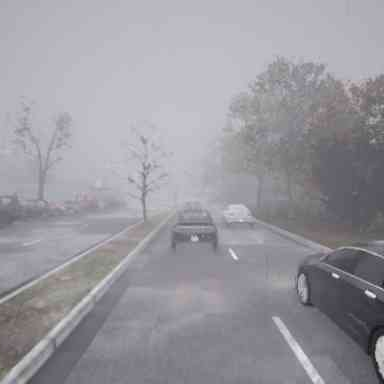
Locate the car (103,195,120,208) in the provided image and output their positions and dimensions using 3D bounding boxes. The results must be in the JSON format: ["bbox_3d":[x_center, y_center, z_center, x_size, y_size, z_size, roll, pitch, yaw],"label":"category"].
[{"bbox_3d":[-13.802,1.511,48.539,5.566,2.045,2.435,-1,0,-20],"label":"car"}]

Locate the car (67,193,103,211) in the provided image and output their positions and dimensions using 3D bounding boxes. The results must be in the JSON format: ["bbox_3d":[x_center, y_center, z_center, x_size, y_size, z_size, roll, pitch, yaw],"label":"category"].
[{"bbox_3d":[-13.829,1.428,39.526,5.566,2.045,2.435,-1,0,-20],"label":"car"}]

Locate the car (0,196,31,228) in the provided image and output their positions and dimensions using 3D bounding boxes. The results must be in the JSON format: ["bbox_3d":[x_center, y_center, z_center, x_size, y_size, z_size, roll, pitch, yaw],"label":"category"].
[{"bbox_3d":[-13.837,1.294,21.516,5.566,2.045,2.435,-1,0,-20],"label":"car"}]

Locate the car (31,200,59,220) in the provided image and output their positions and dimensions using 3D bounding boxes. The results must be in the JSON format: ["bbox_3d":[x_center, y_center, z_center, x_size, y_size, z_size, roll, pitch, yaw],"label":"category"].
[{"bbox_3d":[-13.778,1.455,27.542,4.553,1.767,2.185,-1,0,-20],"label":"car"}]

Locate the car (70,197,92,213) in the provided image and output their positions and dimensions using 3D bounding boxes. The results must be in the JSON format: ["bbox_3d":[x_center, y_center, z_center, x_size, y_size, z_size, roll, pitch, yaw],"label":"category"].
[{"bbox_3d":[-13.828,1.682,36.520,4.792,1.488,2.163,-1,0,-20],"label":"car"}]

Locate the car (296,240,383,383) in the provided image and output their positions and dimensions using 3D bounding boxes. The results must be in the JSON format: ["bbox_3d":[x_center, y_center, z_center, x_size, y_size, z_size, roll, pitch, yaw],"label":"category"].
[{"bbox_3d":[3.099,1.511,5.108,1.837,1.490,4.892,0,0,0],"label":"car"}]

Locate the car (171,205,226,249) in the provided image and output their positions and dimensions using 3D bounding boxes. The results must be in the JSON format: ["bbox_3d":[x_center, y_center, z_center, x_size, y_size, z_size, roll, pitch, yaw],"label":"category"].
[{"bbox_3d":[0.098,1.517,14.579,2.128,1.511,4.902,0,0,0],"label":"car"}]

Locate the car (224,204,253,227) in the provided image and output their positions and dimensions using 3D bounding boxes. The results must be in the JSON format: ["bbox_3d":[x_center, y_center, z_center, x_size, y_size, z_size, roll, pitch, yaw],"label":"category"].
[{"bbox_3d":[3.097,1.591,23.335,1.812,1.442,4.674,0,0,0],"label":"car"}]

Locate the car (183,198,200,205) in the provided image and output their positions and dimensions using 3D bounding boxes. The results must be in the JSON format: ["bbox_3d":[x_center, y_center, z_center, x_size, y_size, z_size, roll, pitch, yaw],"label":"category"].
[{"bbox_3d":[0.095,1.695,34.798,2.033,1.411,5.357,0,0,0],"label":"car"}]

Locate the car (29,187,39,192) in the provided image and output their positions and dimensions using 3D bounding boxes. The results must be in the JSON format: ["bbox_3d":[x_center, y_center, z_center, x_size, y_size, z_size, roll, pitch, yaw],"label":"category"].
[{"bbox_3d":[-40.222,-0.461,86.382,2.231,1.521,4.892,6,-3,-19],"label":"car"}]

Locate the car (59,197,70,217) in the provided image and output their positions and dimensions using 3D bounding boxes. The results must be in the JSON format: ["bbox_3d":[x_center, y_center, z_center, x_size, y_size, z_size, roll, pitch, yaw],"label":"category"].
[{"bbox_3d":[-13.839,1.478,30.527,4.553,1.767,2.185,-1,-1,-20],"label":"car"}]

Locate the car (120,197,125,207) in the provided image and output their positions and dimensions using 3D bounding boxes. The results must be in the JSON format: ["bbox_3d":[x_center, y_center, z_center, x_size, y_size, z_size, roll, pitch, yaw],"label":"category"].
[{"bbox_3d":[-13.730,1.538,51.576,5.566,2.045,2.435,-1,-1,-20],"label":"car"}]

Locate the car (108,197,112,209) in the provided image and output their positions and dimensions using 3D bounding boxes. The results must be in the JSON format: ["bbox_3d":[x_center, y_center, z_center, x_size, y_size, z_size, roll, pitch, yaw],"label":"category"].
[{"bbox_3d":[-13.780,1.774,45.541,4.674,1.452,2.002,-1,0,-20],"label":"car"}]

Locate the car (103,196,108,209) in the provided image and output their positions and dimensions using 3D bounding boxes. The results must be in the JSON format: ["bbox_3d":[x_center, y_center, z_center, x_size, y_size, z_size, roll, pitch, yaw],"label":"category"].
[{"bbox_3d":[-13.969,1.706,42.474,5.366,1.575,1.946,-1,0,-20],"label":"car"}]

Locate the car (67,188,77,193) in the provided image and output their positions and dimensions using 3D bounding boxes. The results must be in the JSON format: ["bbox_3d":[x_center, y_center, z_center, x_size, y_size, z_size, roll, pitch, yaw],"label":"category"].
[{"bbox_3d":[-31.184,0.105,86.330,2.435,2.045,5.566,6,-3,-19],"label":"car"}]

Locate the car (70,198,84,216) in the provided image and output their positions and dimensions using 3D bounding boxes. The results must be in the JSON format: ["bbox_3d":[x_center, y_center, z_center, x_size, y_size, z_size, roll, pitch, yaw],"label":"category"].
[{"bbox_3d":[-13.811,1.629,33.536,4.892,1.521,2.231,-1,-1,-20],"label":"car"}]
